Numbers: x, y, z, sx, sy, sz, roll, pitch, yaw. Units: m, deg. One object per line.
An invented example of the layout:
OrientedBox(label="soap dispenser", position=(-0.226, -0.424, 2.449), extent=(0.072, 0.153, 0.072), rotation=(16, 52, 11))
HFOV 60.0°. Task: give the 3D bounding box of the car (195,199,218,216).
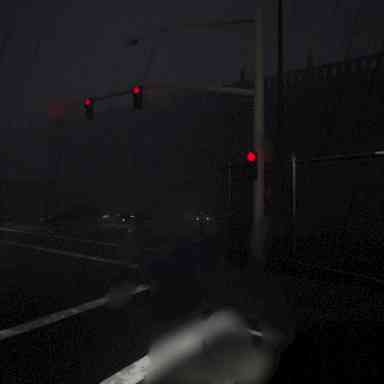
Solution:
OrientedBox(label="car", position=(2.501, 1.597, 34.021), extent=(2.033, 1.411, 5.357), rotation=(0, 0, 35))

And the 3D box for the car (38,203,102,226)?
OrientedBox(label="car", position=(-8.737, 1.574, 24.284), extent=(1.812, 1.442, 4.674), rotation=(0, 0, 37))

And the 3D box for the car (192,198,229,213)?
OrientedBox(label="car", position=(2.332, 1.540, 39.822), extent=(2.128, 1.511, 4.902), rotation=(0, 0, 35))

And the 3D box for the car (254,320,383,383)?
OrientedBox(label="car", position=(3.007, 1.548, 1.823), extent=(5.357, 1.411, 2.033), rotation=(0, 0, 36))

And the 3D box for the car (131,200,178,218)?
OrientedBox(label="car", position=(-3.447, 1.574, 31.684), extent=(1.812, 1.442, 4.674), rotation=(0, 0, 36))

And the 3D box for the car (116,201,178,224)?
OrientedBox(label="car", position=(-3.334, 1.597, 25.810), extent=(2.033, 1.411, 5.357), rotation=(0, 0, 35))
